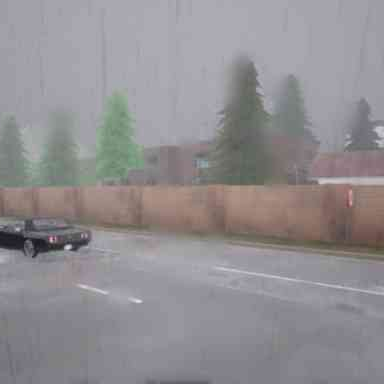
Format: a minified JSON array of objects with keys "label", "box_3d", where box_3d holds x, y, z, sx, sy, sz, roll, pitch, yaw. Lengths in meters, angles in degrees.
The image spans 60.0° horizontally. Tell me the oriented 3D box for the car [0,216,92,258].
[{"label":"car","box_3d":[-5.998,1.574,12.561,4.718,1.301,1.895,0,0,36]}]
